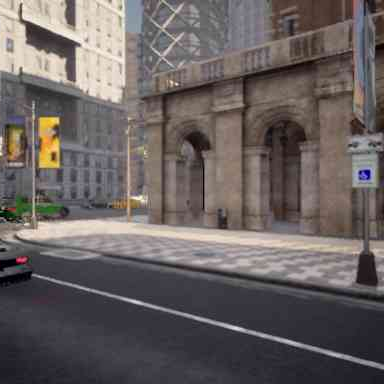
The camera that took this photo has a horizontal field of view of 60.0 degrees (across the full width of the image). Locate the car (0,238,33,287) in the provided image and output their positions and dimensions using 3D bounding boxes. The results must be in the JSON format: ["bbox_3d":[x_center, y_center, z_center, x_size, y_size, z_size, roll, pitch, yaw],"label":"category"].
[{"bbox_3d":[-6.118,1.585,8.390,5.357,1.411,2.033,0,0,37],"label":"car"}]

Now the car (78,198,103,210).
[{"bbox_3d":[-13.013,1.646,44.993,1.837,1.490,4.892,0,0,35],"label":"car"}]

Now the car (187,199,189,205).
[{"bbox_3d":[-2.275,1.690,59.877,2.033,1.411,5.357,0,0,36],"label":"car"}]

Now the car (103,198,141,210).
[{"bbox_3d":[-9.025,1.606,44.567,1.882,1.535,5.008,0,0,36],"label":"car"}]

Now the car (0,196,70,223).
[{"bbox_3d":[-12.617,1.321,26.980,2.150,2.045,5.566,-1,-1,29],"label":"car"}]
